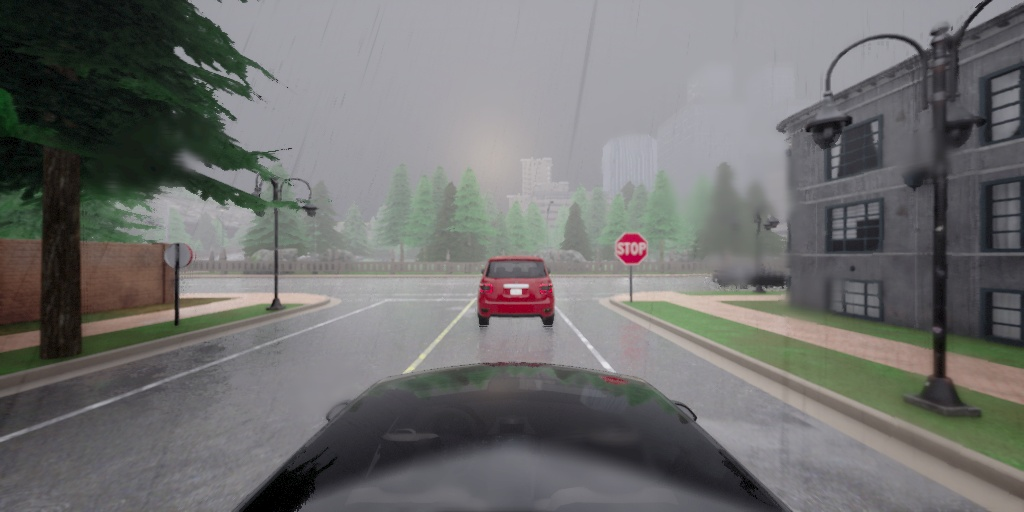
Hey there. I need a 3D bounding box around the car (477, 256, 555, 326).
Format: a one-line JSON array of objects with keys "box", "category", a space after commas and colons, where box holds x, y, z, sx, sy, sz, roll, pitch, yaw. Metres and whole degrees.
[{"box": [0.128, 1.000, 11.848, 2.150, 2.045, 5.566, 0, 0, 0], "category": "car"}]

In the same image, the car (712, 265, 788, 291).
[{"box": [15.188, 1.333, 22.408, 4.902, 1.511, 2.128, 0, 0, -2], "category": "car"}]
